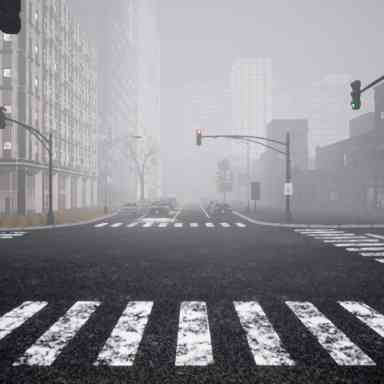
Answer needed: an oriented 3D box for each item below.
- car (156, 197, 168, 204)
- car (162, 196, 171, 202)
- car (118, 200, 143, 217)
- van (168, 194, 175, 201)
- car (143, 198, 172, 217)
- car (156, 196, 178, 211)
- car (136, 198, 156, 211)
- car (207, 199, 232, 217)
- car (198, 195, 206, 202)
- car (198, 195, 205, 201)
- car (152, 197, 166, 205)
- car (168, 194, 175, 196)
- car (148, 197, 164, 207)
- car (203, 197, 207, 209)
[{"bbox_3d":[-5.726,1.600,64.062,1.947,1.339,4.313,0,0,0],"label":"car"},{"bbox_3d":[-5.732,1.631,75.143,1.802,1.307,4.206,0,0,0],"label":"car"},{"bbox_3d":[-5.707,1.591,30.816,1.802,1.307,4.206,0,0,0],"label":"car"},{"bbox_3d":[-5.741,1.414,91.766,1.690,1.788,3.998,0,0,0],"label":"van"},{"bbox_3d":[-3.135,1.573,30.997,1.994,1.385,4.181,0,0,-2],"label":"car"},{"bbox_3d":[-3.120,1.579,40.960,1.994,1.385,4.181,0,0,0],"label":"car"},{"bbox_3d":[-5.713,1.541,41.728,1.752,1.417,4.829,0,0,0],"label":"car"},{"bbox_3d":[2.675,1.554,30.821,1.887,1.381,4.507,0,0,0],"label":"car"},{"bbox_3d":[2.649,1.600,75.148,2.008,1.369,4.403,0,0,0],"label":"car"},{"bbox_3d":[2.639,1.639,91.771,1.947,1.339,4.313,0,0,0],"label":"car"},{"bbox_3d":[-5.722,1.594,58.520,1.947,1.339,4.313,0,0,0],"label":"car"},{"bbox_3d":[-3.117,1.500,50.943,1.882,1.535,5.008,0,0,0],"label":"car"},{"bbox_3d":[-5.718,1.574,52.980,2.008,1.369,4.403,0,0,0],"label":"car"},{"bbox_3d":[2.668,1.598,41.903,1.802,1.307,4.206,0,0,0],"label":"car"}]
